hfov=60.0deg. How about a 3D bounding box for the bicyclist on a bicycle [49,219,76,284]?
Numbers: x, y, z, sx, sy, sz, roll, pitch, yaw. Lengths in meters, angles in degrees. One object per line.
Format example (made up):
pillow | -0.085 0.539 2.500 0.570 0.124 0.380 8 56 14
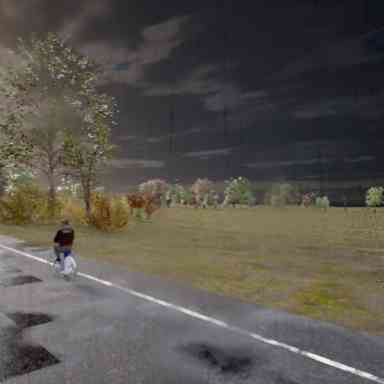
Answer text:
bicyclist on a bicycle | -3.761 1.653 9.567 0.659 1.776 1.843 2 -2 -44
